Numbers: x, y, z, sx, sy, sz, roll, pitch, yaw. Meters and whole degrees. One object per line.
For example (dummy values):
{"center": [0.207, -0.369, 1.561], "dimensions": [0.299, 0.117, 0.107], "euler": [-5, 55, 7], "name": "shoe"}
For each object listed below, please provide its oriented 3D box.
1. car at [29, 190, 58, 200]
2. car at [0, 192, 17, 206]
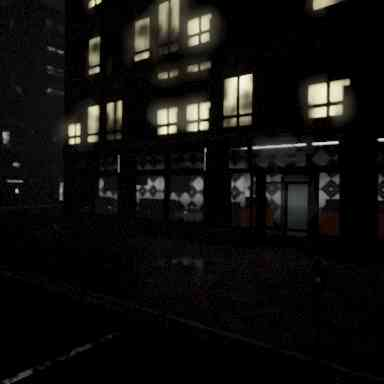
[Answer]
{"center": [-19.875, 0.389, 45.249], "dimensions": [1.802, 1.307, 4.206], "euler": [3, 3, 35], "name": "car"}
{"center": [-19.334, 0.481, 31.400], "dimensions": [2.192, 1.841, 5.009], "euler": [3, 3, 35], "name": "car"}
